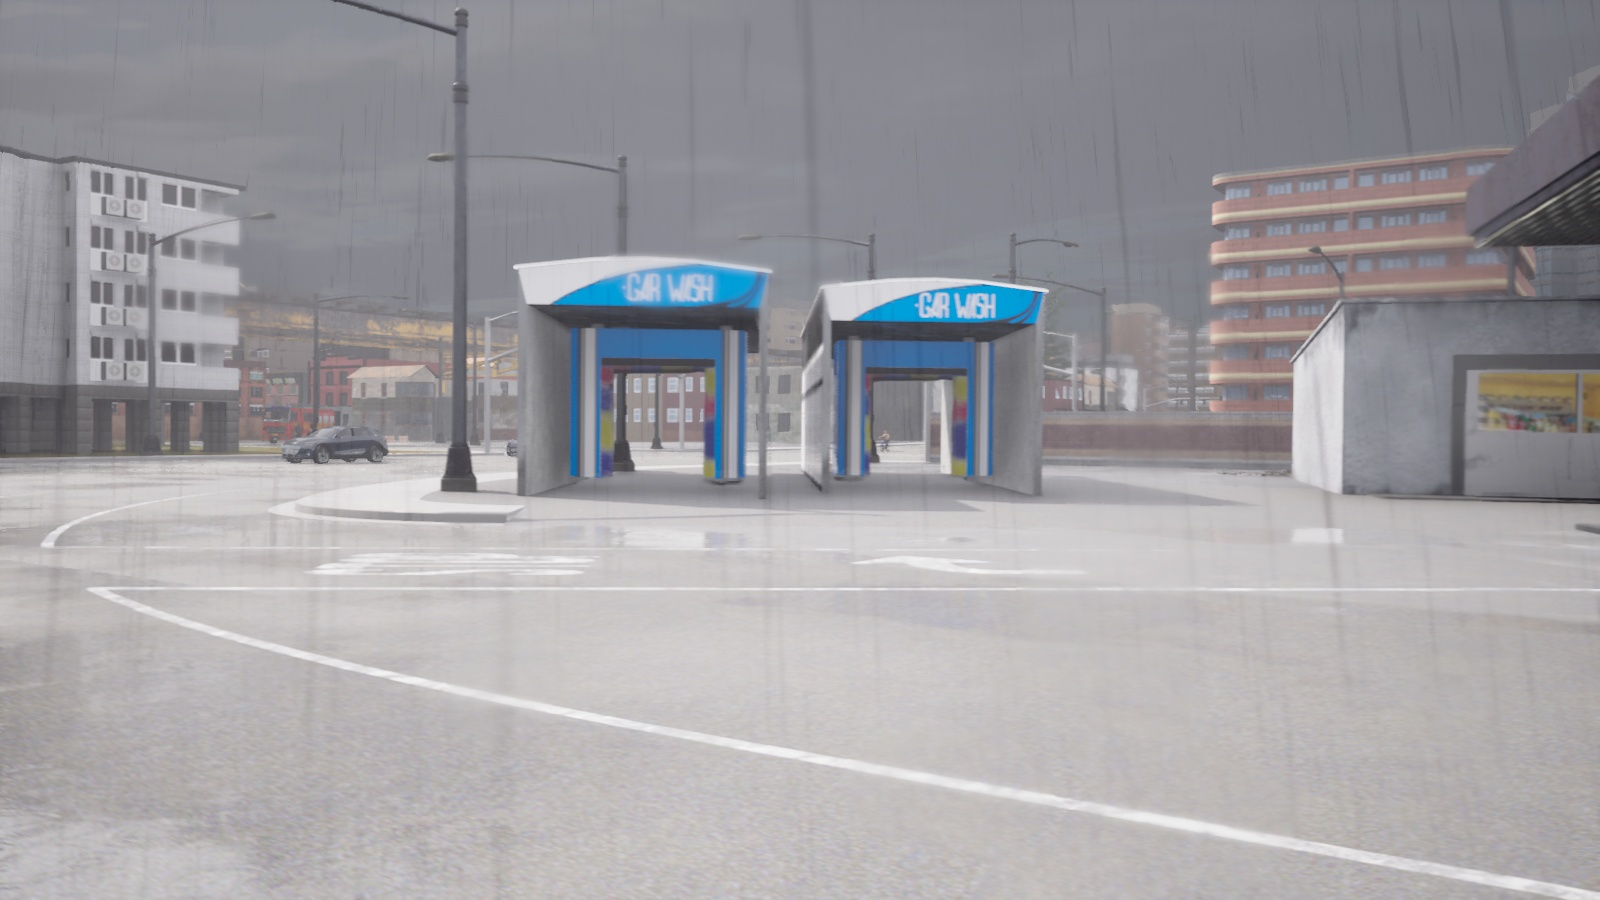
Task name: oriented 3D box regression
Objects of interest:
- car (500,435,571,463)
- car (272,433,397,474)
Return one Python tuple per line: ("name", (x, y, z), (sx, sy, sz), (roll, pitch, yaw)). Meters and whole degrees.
("car", (-14.502, -0.063, 69.051), (1.845, 1.501, 3.633), (0, 1, 30))
("car", (-19.880, 0.109, 53.821), (2.033, 1.649, 4.856), (0, 1, 28))
